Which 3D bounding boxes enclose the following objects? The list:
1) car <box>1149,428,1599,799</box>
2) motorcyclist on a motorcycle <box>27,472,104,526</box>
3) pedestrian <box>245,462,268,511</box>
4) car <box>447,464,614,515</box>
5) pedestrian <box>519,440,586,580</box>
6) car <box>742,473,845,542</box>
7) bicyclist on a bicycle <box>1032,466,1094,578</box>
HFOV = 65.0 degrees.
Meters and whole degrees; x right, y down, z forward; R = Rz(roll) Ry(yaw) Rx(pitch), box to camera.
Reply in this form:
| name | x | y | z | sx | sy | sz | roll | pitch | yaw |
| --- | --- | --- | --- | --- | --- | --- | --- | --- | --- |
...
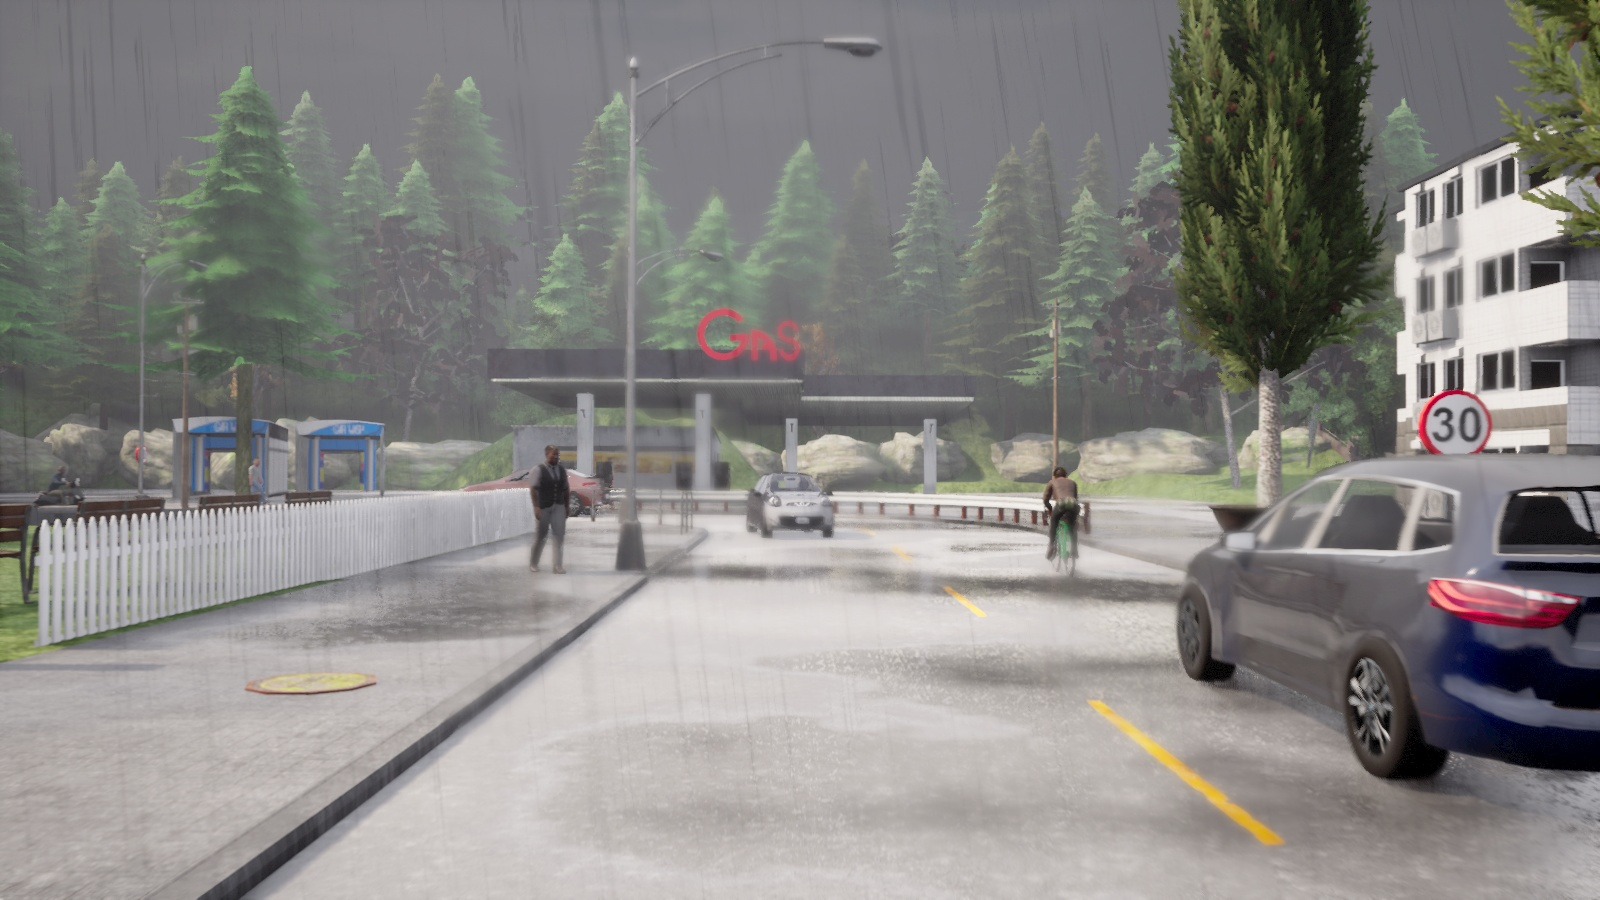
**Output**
| name | x | y | z | sx | sy | sz | roll | pitch | yaw |
| --- | --- | --- | --- | --- | --- | --- | --- | --- | --- |
| car | 3.984 | 0.769 | 7.967 | 2.242 | 1.667 | 4.611 | 0 | -1 | 0 |
| motorcyclist on a motorcycle | -22.097 | 1.460 | 37.802 | 1.817 | 1.590 | 0.866 | 0 | -1 | 0 |
| pedestrian | -20.180 | 1.349 | 46.596 | 0.706 | 1.836 | 0.354 | 0 | -1 | -7 |
| car | -8.921 | 1.297 | 41.844 | 5.027 | 1.651 | 2.152 | 0 | -1 | 6 |
| pedestrian | -3.433 | 0.815 | 17.400 | 0.563 | 1.883 | 0.849 | 1 | -1 | -41 |
| car | -0.218 | 1.299 | 29.401 | 1.845 | 1.501 | 3.633 | 0 | -1 | -9 |
| bicyclist on a bicycle | 3.962 | 1.055 | 19.027 | 0.582 | 1.620 | 1.656 | 0 | -1 | 0 |
